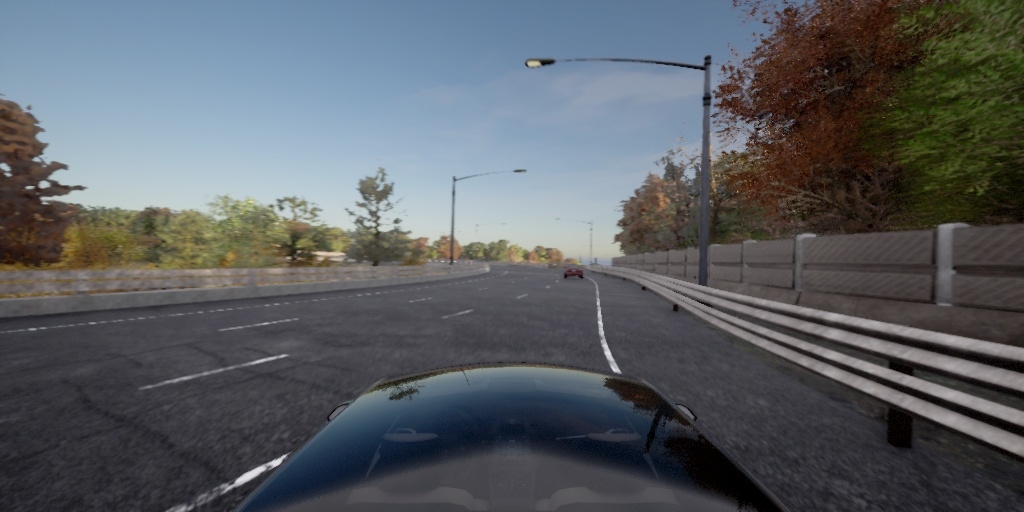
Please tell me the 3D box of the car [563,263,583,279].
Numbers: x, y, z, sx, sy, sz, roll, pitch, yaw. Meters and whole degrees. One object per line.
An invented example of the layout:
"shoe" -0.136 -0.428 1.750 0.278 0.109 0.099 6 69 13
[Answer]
"car" 7.170 1.667 42.314 2.097 1.767 4.553 1 -1 7
